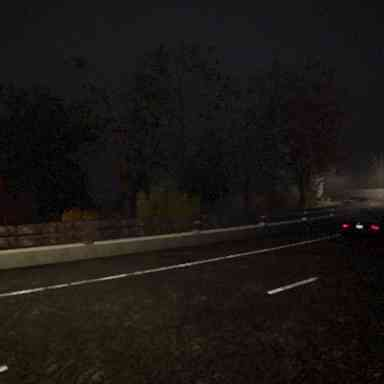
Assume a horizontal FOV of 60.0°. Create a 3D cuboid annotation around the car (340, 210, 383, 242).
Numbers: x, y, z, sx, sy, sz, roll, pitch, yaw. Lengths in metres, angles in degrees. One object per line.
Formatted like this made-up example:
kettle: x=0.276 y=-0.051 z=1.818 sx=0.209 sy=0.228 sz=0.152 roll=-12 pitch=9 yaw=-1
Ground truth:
car: x=9.118 y=1.574 z=16.439 sx=2.033 sy=1.411 sz=5.357 roll=0 pitch=0 yaw=44
